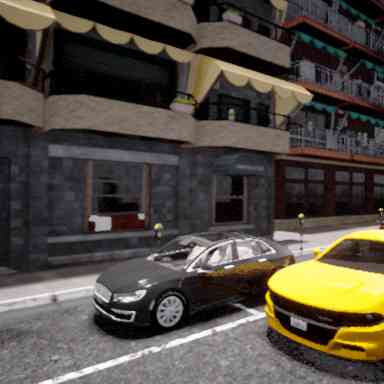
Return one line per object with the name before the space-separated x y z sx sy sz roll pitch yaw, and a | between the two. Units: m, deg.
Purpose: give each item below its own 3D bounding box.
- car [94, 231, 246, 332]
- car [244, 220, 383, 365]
car | 0.270 1.527 6.731 4.403 1.369 2.008 0 1 -35
car | 3.428 1.442 5.815 5.008 1.535 1.882 0 0 -35
